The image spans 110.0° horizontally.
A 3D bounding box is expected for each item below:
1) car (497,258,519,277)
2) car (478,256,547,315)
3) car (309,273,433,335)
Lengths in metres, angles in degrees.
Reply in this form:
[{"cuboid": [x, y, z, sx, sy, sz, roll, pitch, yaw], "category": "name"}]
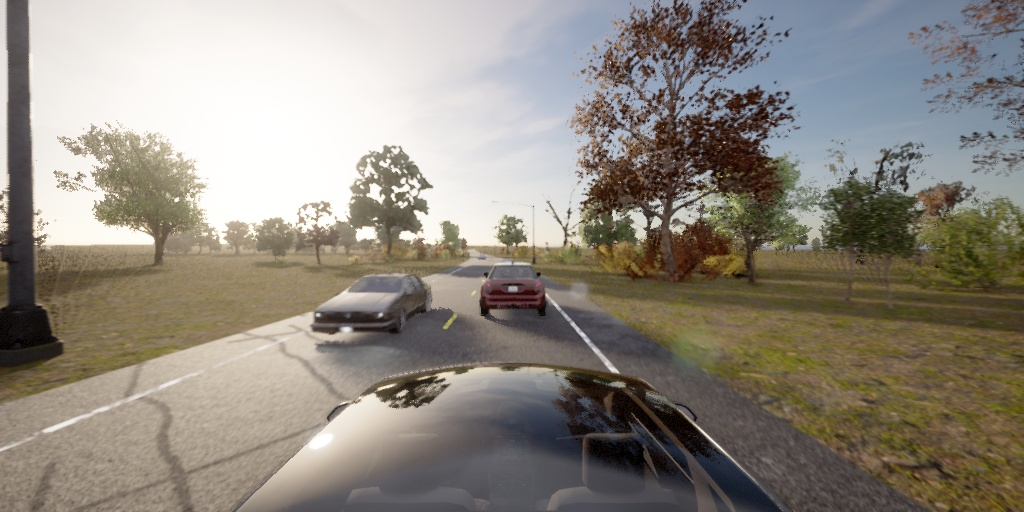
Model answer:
[{"cuboid": [-0.391, 0.967, 31.304, 1.812, 1.442, 4.674, 0, 1, -2], "category": "car"}, {"cuboid": [0.011, 0.987, 13.022, 2.097, 1.767, 4.553, 0, 1, -1], "category": "car"}, {"cuboid": [-3.651, 1.211, 10.524, 2.033, 1.411, 5.357, 0, 1, -1], "category": "car"}]
